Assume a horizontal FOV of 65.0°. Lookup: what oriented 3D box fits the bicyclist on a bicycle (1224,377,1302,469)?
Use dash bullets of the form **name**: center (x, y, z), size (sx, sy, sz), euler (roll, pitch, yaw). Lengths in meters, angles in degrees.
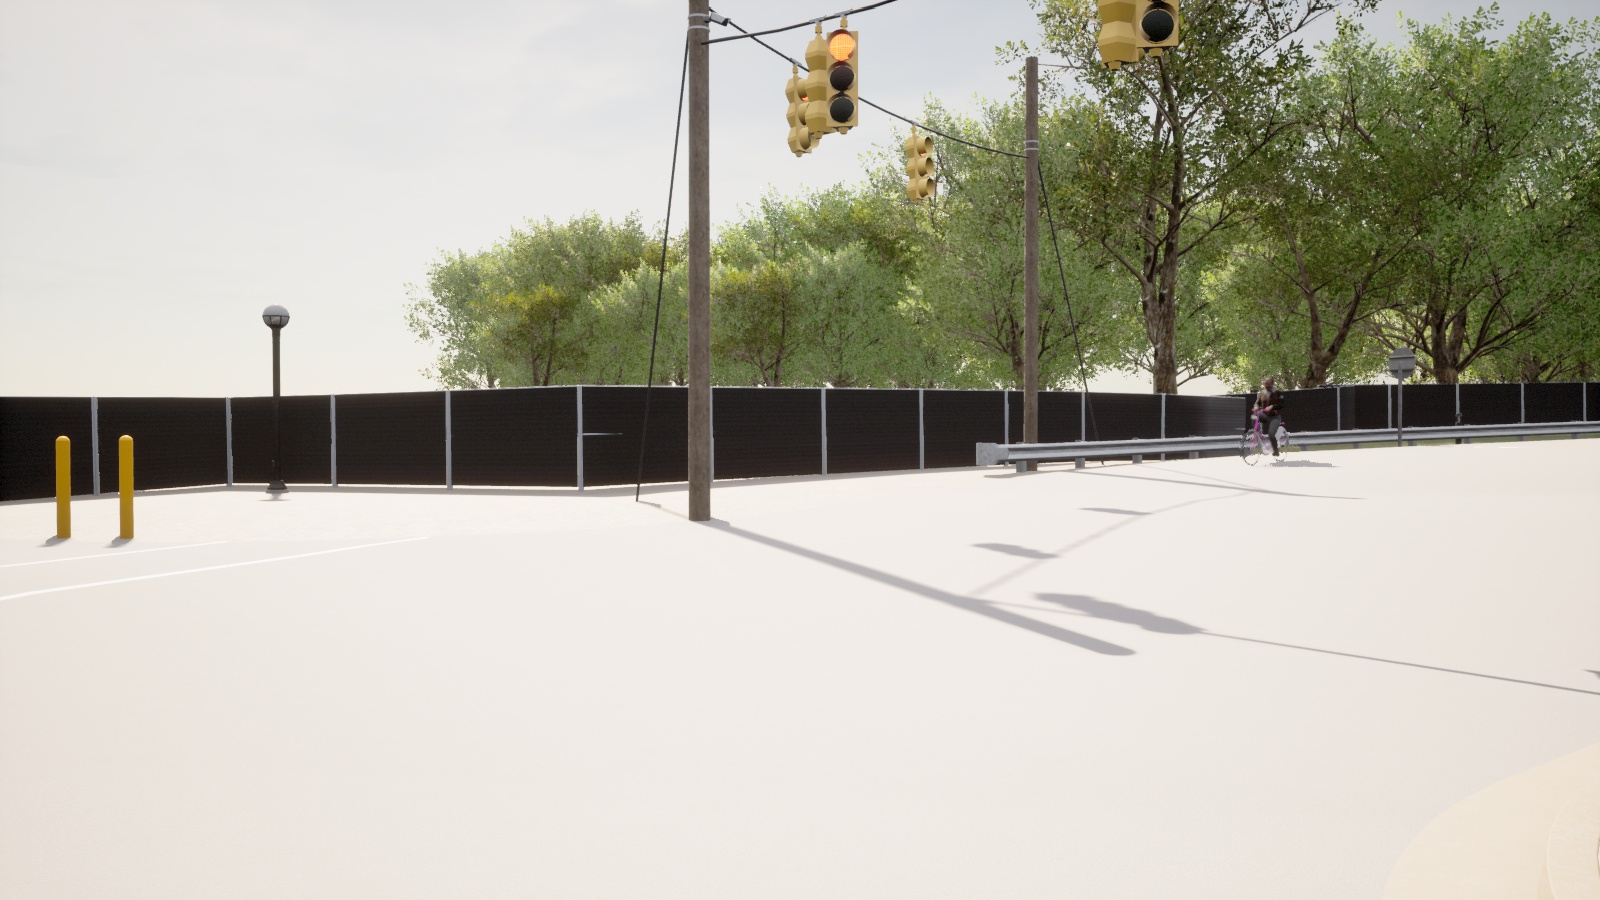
- **bicyclist on a bicycle**: center (9.372, -0.562, 25.374), size (1.843, 1.776, 0.659), euler (-4, 3, -41)
